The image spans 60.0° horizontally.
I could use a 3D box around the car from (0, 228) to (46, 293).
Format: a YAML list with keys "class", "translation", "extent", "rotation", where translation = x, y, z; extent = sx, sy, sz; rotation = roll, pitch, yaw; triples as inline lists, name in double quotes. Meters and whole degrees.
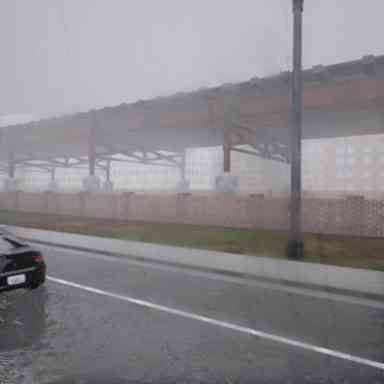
- class: "car"
  translation: [-5.241, 1.533, 7.733]
  extent: [4.674, 1.442, 1.812]
  rotation: [0, 0, 35]
